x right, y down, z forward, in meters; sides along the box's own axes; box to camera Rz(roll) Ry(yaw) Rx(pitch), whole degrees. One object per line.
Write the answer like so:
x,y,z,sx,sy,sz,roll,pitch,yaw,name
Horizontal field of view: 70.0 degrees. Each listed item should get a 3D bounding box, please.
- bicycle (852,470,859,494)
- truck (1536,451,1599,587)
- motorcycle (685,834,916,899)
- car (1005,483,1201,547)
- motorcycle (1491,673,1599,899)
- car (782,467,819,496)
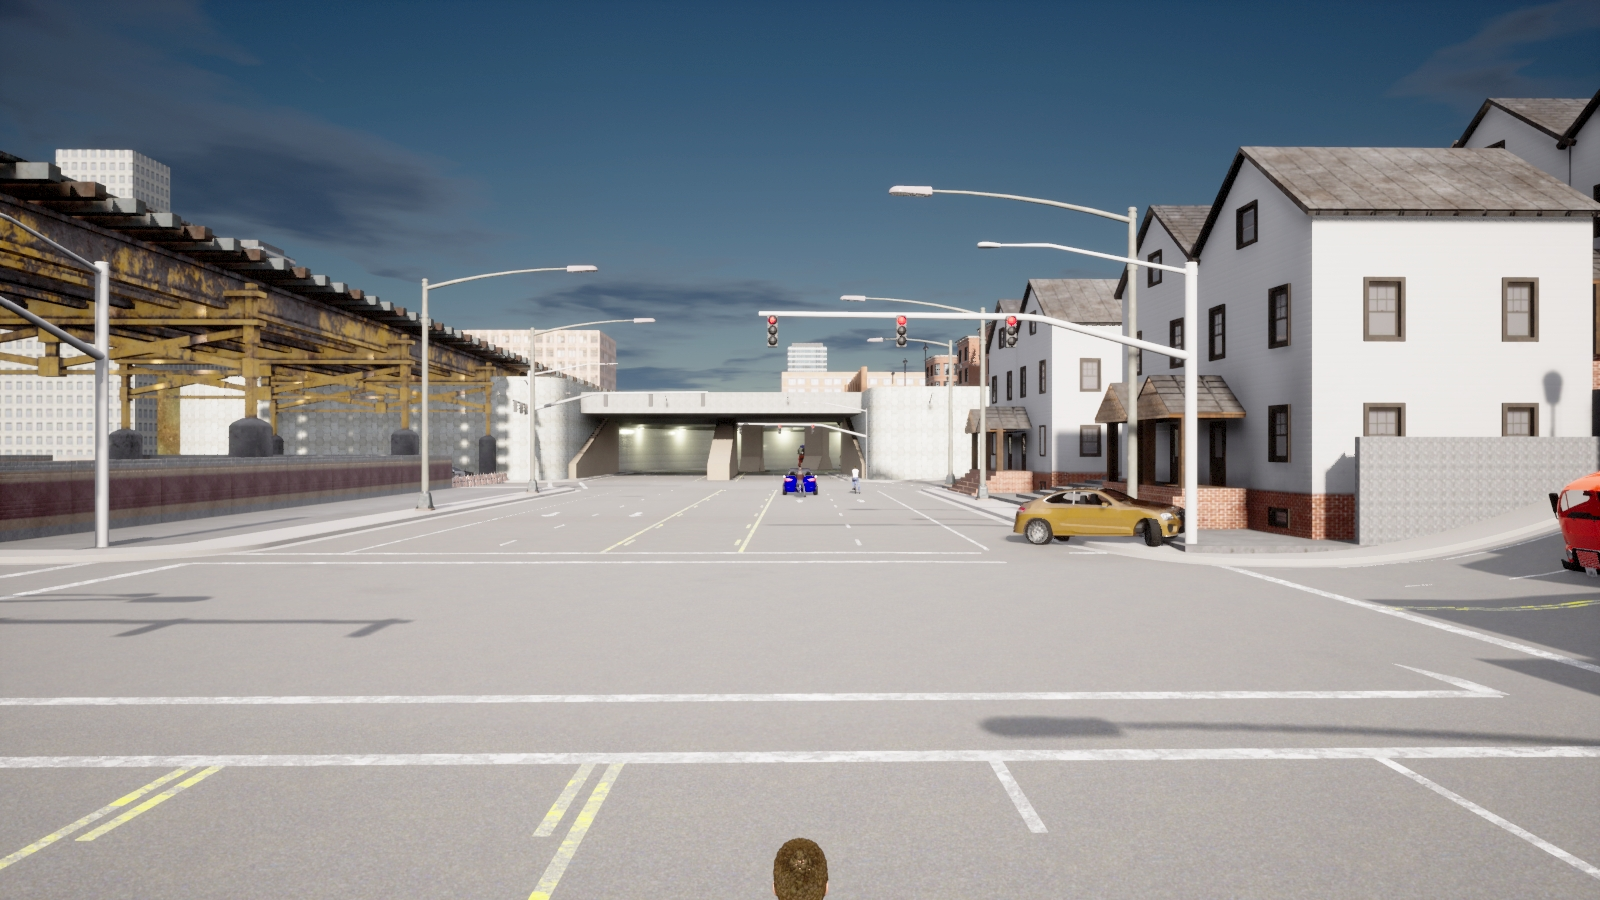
3.507,2.018,72.556,0.373,1.521,1.643,0,0,0,bicycle
18.366,0.881,22.796,5.204,2.467,2.627,-16,0,-1,truck
0.002,2.172,3.626,0.803,1.224,2.033,0,0,0,motorcycle
8.816,1.903,33.461,5.027,1.651,2.152,-3,0,36,car
3.504,1.905,3.984,0.764,1.802,2.356,0,0,0,motorcycle
0.007,1.942,71.643,2.242,1.667,4.611,0,0,0,car
